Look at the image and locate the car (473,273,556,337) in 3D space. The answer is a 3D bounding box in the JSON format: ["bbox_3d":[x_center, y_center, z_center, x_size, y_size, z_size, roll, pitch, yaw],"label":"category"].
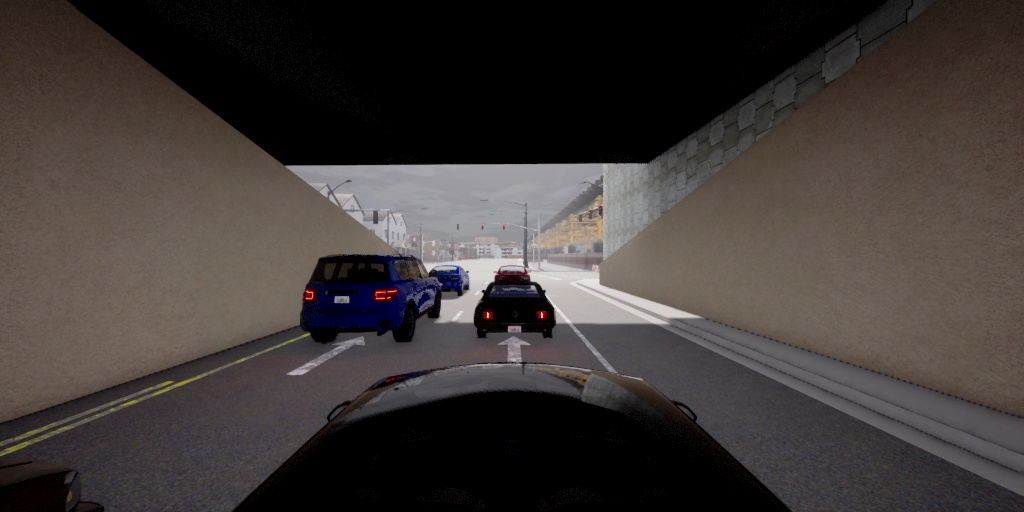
[{"bbox_3d":[0.056,1.351,10.240,1.895,1.301,4.718,0,0,0],"label":"car"}]

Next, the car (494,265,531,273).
[{"bbox_3d":[0.011,1.228,19.576,1.882,1.535,5.008,0,0,0],"label":"car"}]

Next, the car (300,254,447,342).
[{"bbox_3d":[-3.439,0.971,9.889,2.150,2.045,5.566,0,0,0],"label":"car"}]

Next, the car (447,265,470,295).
[{"bbox_3d":[-3.490,1.228,19.827,1.882,1.535,5.008,0,0,0],"label":"car"}]
